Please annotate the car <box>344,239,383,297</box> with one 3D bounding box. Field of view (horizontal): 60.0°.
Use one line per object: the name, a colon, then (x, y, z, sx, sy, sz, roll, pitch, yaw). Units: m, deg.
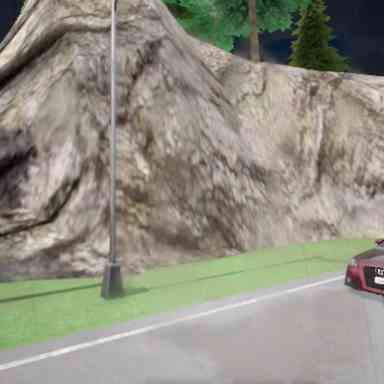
car: (5.463, 1.613, 7.769, 4.181, 1.385, 1.994, 0, 0, -34)
